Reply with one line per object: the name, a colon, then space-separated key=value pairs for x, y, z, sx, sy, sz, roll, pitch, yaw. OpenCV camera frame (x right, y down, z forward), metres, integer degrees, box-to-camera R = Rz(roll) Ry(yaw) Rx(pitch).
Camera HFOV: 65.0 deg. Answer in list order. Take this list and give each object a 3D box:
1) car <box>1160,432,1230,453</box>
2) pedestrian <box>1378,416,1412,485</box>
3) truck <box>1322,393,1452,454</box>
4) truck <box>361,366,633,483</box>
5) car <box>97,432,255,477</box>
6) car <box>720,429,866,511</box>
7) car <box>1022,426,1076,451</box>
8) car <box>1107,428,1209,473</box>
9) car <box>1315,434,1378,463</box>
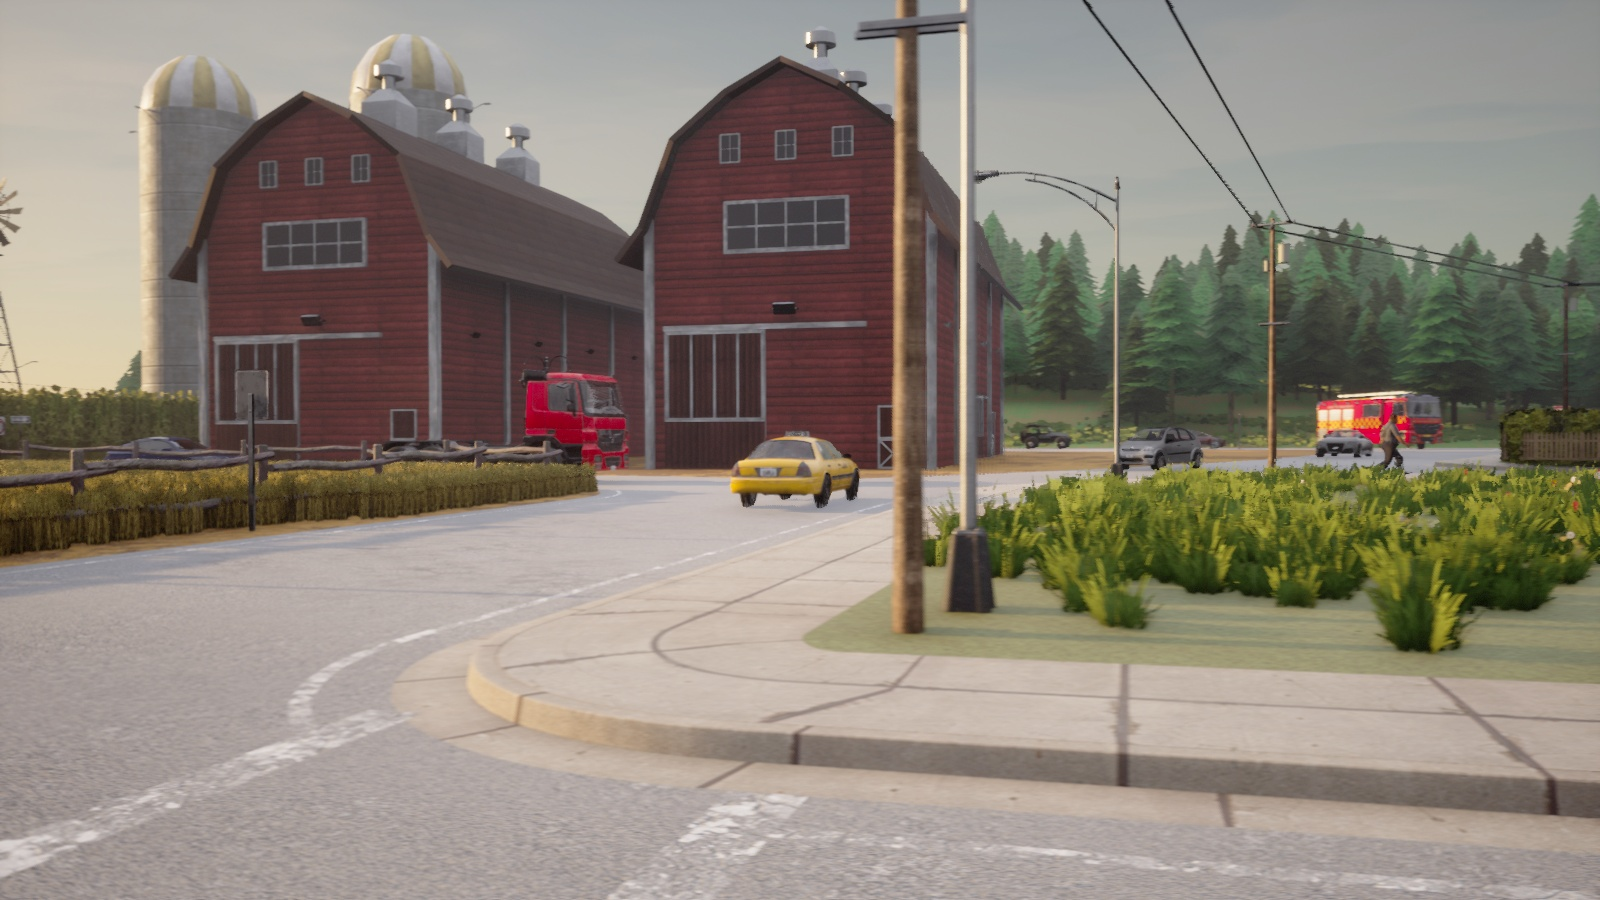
car: x=28.818 y=-0.595 z=91.704 sx=4.792 sy=1.488 sz=2.163 roll=0 pitch=1 yaw=16
pedestrian: x=16.105 y=-0.002 z=34.010 sx=0.694 sy=1.848 sz=0.540 roll=0 pitch=1 yaw=9
truck: x=39.036 y=-1.652 z=83.951 sx=2.891 sy=3.827 sz=8.468 roll=1 pitch=0 yaw=-18
truck: x=-9.524 y=-0.796 z=39.616 sx=7.936 sy=3.462 sz=2.891 roll=0 pitch=1 yaw=16
car: x=-21.039 y=0.124 z=42.369 sx=4.674 sy=1.442 sz=1.812 roll=1 pitch=1 yaw=13
car: x=-0.013 y=0.353 z=27.033 sx=1.801 sy=1.575 sz=5.366 roll=0 pitch=1 yaw=15
car: x=18.756 y=-0.883 z=94.592 sx=3.866 sy=1.878 sz=1.905 roll=1 pitch=1 yaw=16
car: x=13.405 y=-0.014 z=46.906 sx=3.988 sy=1.617 sz=1.851 roll=-1 pitch=1 yaw=-43
car: x=27.413 y=-0.112 z=62.887 sx=1.994 sy=1.385 sz=4.181 roll=1 pitch=1 yaw=36
